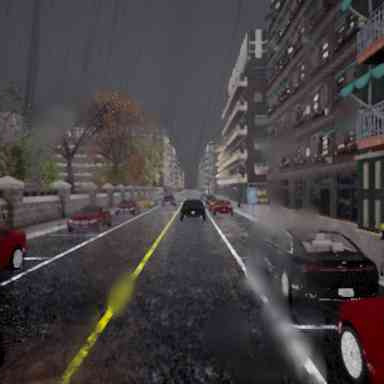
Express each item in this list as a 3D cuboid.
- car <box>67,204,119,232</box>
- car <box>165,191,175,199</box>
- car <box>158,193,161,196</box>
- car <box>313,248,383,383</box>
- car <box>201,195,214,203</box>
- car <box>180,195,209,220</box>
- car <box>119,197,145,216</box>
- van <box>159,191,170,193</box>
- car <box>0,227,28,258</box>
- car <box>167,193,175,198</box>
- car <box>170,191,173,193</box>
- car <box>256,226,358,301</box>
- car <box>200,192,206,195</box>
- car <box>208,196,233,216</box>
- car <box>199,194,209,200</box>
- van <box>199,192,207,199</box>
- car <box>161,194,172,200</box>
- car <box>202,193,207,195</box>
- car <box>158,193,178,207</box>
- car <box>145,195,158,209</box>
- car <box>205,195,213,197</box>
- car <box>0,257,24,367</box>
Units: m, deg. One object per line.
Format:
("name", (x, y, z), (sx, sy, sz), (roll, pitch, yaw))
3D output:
("car", (-5.698, 1.455, 19.053), (1.802, 1.307, 4.206), (0, 0, 0))
("car", (-5.718, 0.777, 85.473), (2.192, 1.841, 5.009), (0, 0, 0))
("car", (-5.706, 1.247, 46.728), (2.008, 1.369, 4.403), (0, 0, 0))
("car", (2.687, 1.527, 2.450), (1.887, 1.381, 4.507), (0, 0, 0))
("car", (2.671, 1.194, 57.801), (1.947, 1.339, 4.313), (0, 0, 0))
("car", (0.084, 1.302, 26.425), (1.882, 1.535, 5.008), (0, 1, 0))
("car", (-5.701, 1.383, 30.124), (1.802, 1.307, 4.206), (0, 0, 0))
("van", (-5.712, 0.936, 63.331), (1.690, 1.788, 3.998), (0, 0, 0))
("car", (-5.695, 1.491, 7.983), (1.887, 1.381, 4.507), (0, 0, 0))
("car", (-5.718, 0.995, 91.009), (1.947, 1.339, 4.313), (0, 0, 0))
("car", (-5.714, 0.876, 68.867), (2.192, 1.841, 5.009), (0, 0, 0))
("car", (2.685, 1.497, 7.986), (2.008, 1.369, 4.403), (0, 0, 0))
("car", (2.672, 1.102, 52.265), (1.967, 1.590, 4.097), (0, 0, 0))
("car", (2.679, 1.345, 30.126), (1.887, 1.381, 4.507), (0, 0, 0))
("car", (2.667, 1.093, 74.407), (1.947, 1.339, 4.313), (0, 0, 0))
("van", (2.664, 0.835, 79.941), (1.690, 1.788, 3.998), (0, 0, 0))
("car", (-5.714, 1.078, 74.403), (2.008, 1.369, 4.403), (0, 0, 0))
("car", (2.674, 1.262, 46.732), (1.947, 1.339, 4.313), (0, 0, 0))
("car", (-3.098, 1.235, 44.704), (1.812, 1.442, 4.674), (0, 0, 0))
("car", (-5.704, 1.257, 41.023), (1.752, 1.417, 4.829), (0, 0, 0))
("car", (2.677, 1.310, 35.661), (1.887, 1.381, 4.507), (0, 0, 0))
("car", (-3.096, 1.549, 2.049), (1.994, 1.385, 4.181), (0, 0, 0))
